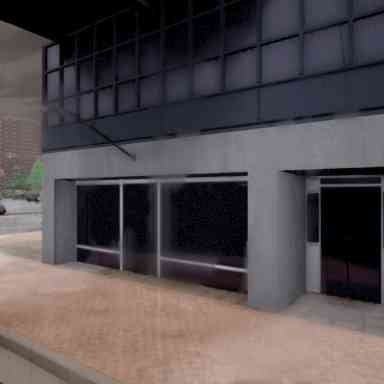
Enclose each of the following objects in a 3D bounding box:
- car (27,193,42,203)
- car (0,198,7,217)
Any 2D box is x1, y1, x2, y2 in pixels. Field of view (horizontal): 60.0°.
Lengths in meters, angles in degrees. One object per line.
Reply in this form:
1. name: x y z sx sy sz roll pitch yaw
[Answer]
1. car: -30.160 1.153 64.684 4.605 1.855 1.932 0 0 35
2. car: -17.822 1.491 27.153 2.128 1.511 4.902 0 0 36
